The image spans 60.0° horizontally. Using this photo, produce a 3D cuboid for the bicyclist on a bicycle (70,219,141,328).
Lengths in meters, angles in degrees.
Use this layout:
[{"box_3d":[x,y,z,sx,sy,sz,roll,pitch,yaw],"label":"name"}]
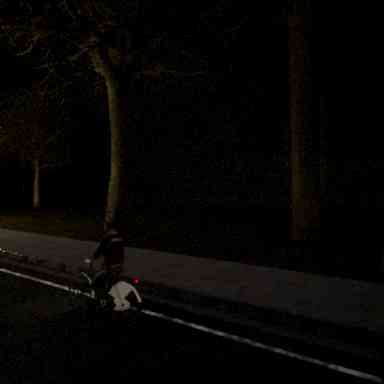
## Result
[{"box_3d":[-1.567,1.339,5.771,1.843,1.776,0.659,1,0,35],"label":"bicyclist on a bicycle"}]
